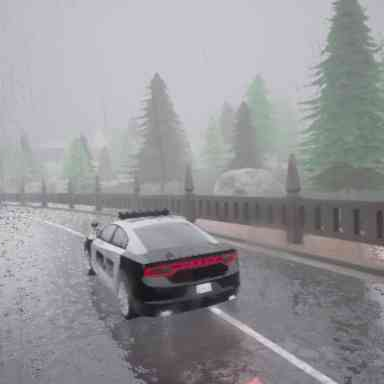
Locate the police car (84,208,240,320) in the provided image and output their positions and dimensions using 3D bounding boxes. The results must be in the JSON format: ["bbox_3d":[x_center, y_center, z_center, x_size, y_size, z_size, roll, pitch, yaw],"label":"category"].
[{"bbox_3d":[-1.069,1.199,7.225,1.930,1.638,5.238,-3,2,-28],"label":"police car"}]
